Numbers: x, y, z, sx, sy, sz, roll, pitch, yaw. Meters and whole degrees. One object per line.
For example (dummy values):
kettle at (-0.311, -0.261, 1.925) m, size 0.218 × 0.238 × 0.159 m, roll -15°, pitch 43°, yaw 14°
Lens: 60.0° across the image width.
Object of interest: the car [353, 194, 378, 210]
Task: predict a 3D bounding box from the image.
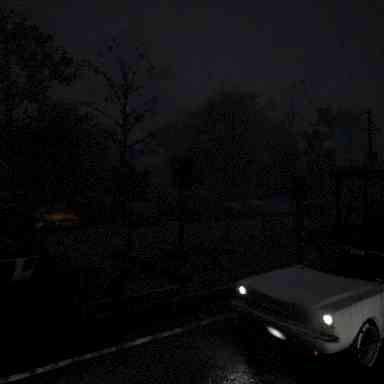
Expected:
car at (18.728, 1.395, 39.845) m, size 1.946 × 1.575 × 5.366 m, roll 0°, pitch 0°, yaw -36°

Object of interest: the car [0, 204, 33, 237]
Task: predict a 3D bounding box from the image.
car at (-10.753, 1.511, 19.042) m, size 2.163 × 1.488 × 4.792 m, roll 0°, pitch 0°, yaw -36°

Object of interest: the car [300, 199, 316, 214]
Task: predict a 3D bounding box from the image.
car at (9.570, 1.294, 33.568) m, size 2.185 × 1.767 × 4.553 m, roll 0°, pitch 0°, yaw -36°

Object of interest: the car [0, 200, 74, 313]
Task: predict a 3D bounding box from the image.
car at (-4.665, 1.234, 7.245) m, size 2.435 × 2.045 × 5.566 m, roll 0°, pitch 0°, yaw -36°

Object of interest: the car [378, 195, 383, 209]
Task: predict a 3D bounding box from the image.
car at (20.862, 1.423, 41.635) m, size 2.163 × 1.488 × 4.792 m, roll 0°, pitch 0°, yaw -36°

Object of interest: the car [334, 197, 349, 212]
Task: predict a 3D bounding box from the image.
car at (14.108, 1.410, 36.765) m, size 2.231 × 1.521 × 4.892 m, roll 0°, pitch 0°, yaw -36°

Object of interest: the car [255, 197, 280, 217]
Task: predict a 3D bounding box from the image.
car at (5.075, 1.432, 30.311) m, size 2.097 × 1.535 × 5.008 m, roll 0°, pitch 0°, yaw -36°

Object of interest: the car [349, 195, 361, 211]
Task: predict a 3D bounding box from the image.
car at (16.345, 1.432, 38.407) m, size 2.163 × 1.488 × 4.792 m, roll 0°, pitch 0°, yaw -36°

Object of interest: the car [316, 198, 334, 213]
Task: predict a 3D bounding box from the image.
car at (11.843, 1.414, 35.161) m, size 2.097 × 1.535 × 5.008 m, roll 0°, pitch 0°, yaw -36°

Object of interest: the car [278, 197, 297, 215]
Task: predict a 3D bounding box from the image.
car at (7.332, 1.466, 31.927) m, size 2.002 × 1.452 × 4.674 m, roll 0°, pitch 0°, yaw -36°

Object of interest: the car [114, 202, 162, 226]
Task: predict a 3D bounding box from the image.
car at (-3.944, 1.489, 23.836) m, size 2.163 × 1.488 × 4.792 m, roll 0°, pitch 0°, yaw -36°

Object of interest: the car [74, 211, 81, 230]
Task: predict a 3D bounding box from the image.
car at (-8.370, 1.471, 20.481) m, size 1.946 × 1.575 × 5.366 m, roll 0°, pitch 0°, yaw -36°

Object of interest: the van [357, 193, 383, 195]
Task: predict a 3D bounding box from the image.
van at (23.203, 1.162, 43.128) m, size 1.878 × 1.987 × 4.442 m, roll 0°, pitch 0°, yaw -36°

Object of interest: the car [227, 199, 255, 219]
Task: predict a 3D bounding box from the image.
car at (2.815, 1.479, 28.697) m, size 2.002 × 1.452 × 4.674 m, roll 0°, pitch 0°, yaw -36°

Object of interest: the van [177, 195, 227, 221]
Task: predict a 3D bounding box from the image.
van at (0.487, 1.220, 27.181) m, size 1.878 × 1.987 × 4.442 m, roll 0°, pitch 0°, yaw -36°

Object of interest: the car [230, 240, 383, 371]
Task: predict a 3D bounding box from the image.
car at (2.935, 1.589, 5.776) m, size 4.718 × 1.301 × 1.895 m, roll 0°, pitch 0°, yaw -35°
